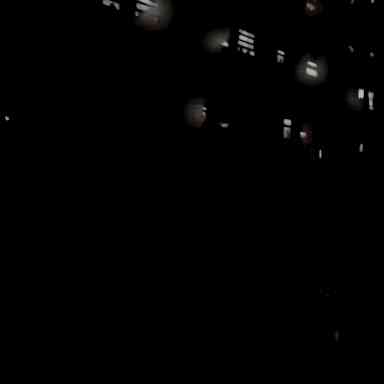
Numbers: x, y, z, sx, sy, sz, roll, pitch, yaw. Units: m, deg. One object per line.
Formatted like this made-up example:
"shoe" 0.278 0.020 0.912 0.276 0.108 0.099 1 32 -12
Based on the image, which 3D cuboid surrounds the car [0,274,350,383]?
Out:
"car" -0.848 1.545 2.773 5.357 1.411 2.033 0 0 -35
